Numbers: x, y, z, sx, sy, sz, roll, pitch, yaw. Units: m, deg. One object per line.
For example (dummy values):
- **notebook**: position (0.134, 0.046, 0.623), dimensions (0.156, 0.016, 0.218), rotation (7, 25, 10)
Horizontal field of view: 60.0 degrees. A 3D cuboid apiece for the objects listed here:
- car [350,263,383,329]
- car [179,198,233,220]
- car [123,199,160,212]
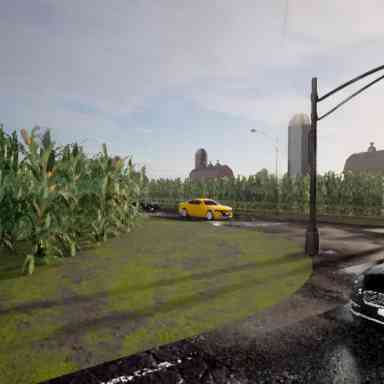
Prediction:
- **car**: position (4.980, 1.507, 5.899), dimensions (4.892, 1.490, 1.837), rotation (0, -1, -26)
- **car**: position (1.008, 1.279, 25.976), dimensions (1.882, 1.535, 5.008), rotation (2, 0, -38)
- **car**: position (-5.173, 1.322, 33.915), dimensions (1.895, 1.301, 4.718), rotation (2, 0, -38)
